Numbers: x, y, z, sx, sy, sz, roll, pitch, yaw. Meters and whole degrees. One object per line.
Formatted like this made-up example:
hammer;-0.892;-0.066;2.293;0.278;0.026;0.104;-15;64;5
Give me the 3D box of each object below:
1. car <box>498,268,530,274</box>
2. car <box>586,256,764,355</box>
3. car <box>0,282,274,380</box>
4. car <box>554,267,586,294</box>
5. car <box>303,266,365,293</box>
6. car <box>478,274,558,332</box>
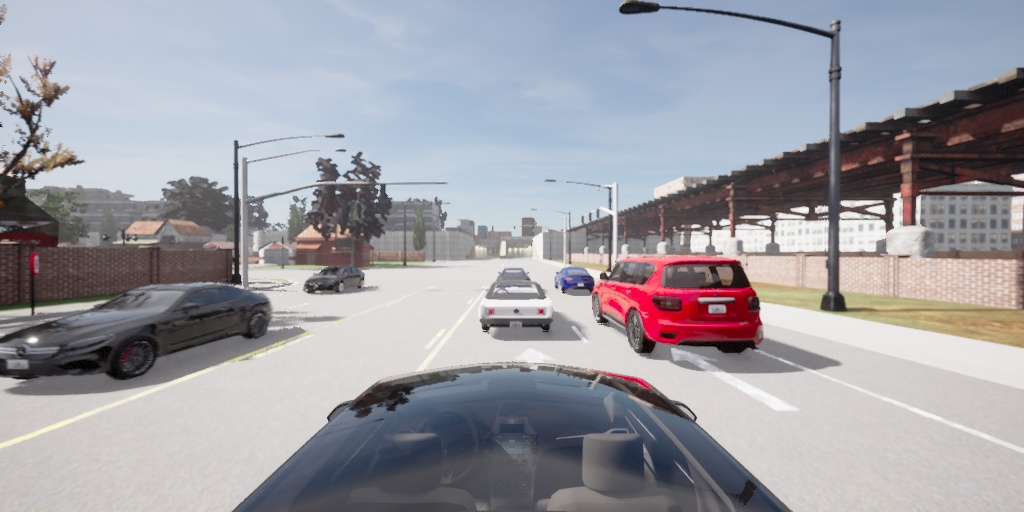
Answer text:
car;0.099;1.385;21.294;1.994;1.385;4.181;0;0;0
car;3.600;1.016;8.982;2.150;2.045;5.566;0;0;0
car;-7.087;1.312;7.477;1.812;1.442;4.674;0;0;0
car;3.601;1.347;21.075;1.812;1.442;4.674;0;0;0
car;-10.500;1.382;21.615;1.837;1.490;4.892;0;0;0
car;0.100;1.397;11.025;1.895;1.301;4.718;0;0;0
